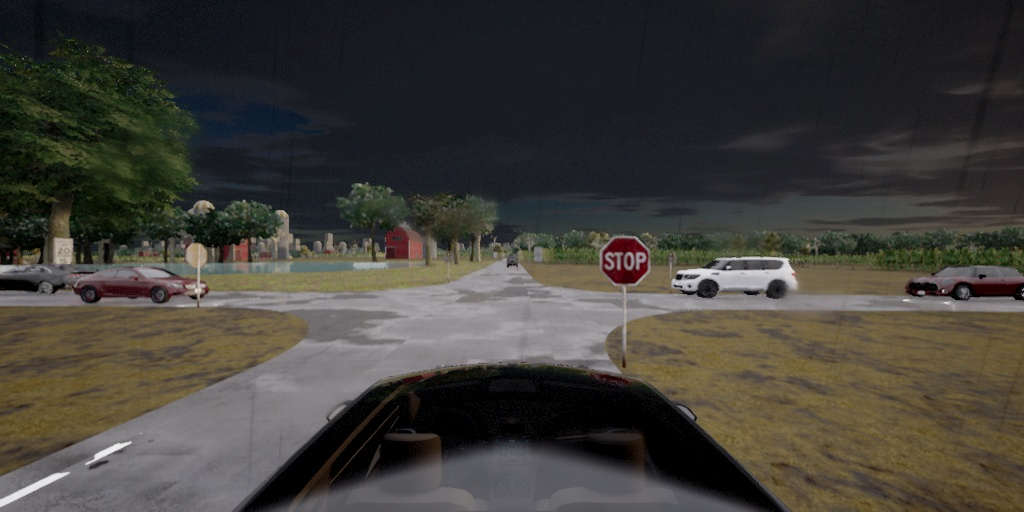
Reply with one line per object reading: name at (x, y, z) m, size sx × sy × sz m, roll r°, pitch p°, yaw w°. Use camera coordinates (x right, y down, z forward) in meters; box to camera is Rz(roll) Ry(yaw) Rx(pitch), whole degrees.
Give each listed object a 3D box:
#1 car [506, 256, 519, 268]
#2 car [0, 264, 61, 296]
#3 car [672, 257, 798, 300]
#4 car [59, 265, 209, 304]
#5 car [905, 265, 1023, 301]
car at (0.099, 1.216, 61.084) m, size 1.837 × 1.490 × 4.892 m, roll 0°, pitch 0°, yaw 0°
car at (-23.713, 1.171, 18.057) m, size 4.902 × 1.511 × 2.128 m, roll 0°, pitch -1°, yaw 0°
car at (11.179, 1.076, 18.182) m, size 5.566 × 2.045 × 2.150 m, roll 0°, pitch -1°, yaw 2°
car at (-15.492, 1.183, 15.087) m, size 4.674 × 1.442 × 1.812 m, roll 0°, pitch -1°, yaw 1°
car at (22.891, 1.288, 18.087) m, size 4.553 × 1.767 × 2.097 m, roll 0°, pitch -1°, yaw 0°
